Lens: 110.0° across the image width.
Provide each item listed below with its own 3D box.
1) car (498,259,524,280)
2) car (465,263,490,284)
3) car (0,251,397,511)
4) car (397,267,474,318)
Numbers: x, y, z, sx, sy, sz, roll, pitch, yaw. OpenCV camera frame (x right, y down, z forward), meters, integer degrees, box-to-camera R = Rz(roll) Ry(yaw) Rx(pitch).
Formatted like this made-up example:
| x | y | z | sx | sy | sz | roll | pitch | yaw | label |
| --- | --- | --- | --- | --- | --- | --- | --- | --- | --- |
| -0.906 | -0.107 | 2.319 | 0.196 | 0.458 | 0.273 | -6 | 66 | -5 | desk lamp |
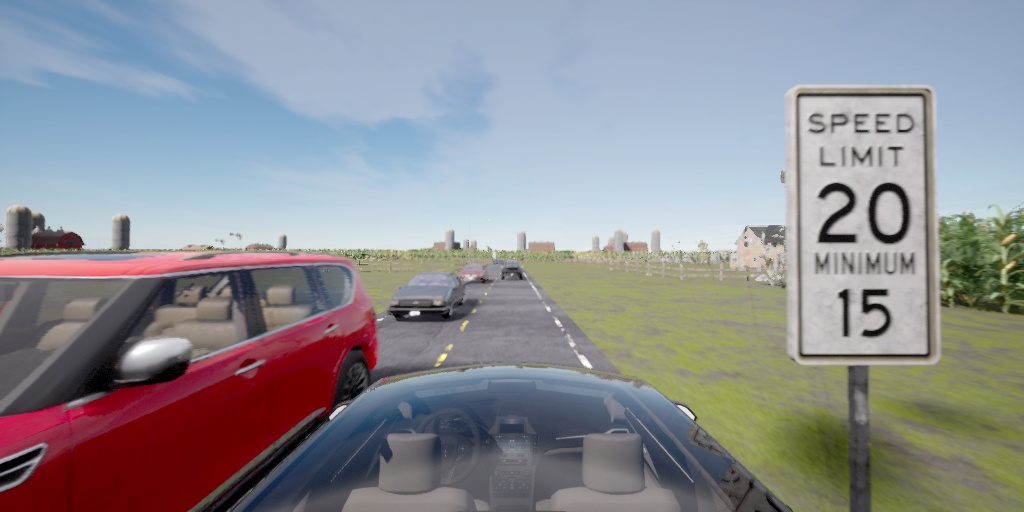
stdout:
| x | y | z | sx | sy | sz | roll | pitch | yaw | label |
| --- | --- | --- | --- | --- | --- | --- | --- | --- | --- |
| 0.014 | 1.251 | 31.634 | 1.837 | 1.490 | 4.892 | 0 | 0 | 0 | car |
| -2.819 | 1.273 | 27.150 | 1.812 | 1.442 | 4.674 | 0 | 0 | 0 | car |
| -2.845 | 0.972 | 2.586 | 2.150 | 2.045 | 5.566 | 0 | 0 | 0 | car |
| -2.843 | 1.299 | 13.221 | 2.033 | 1.411 | 5.357 | 0 | 0 | 0 | car |
